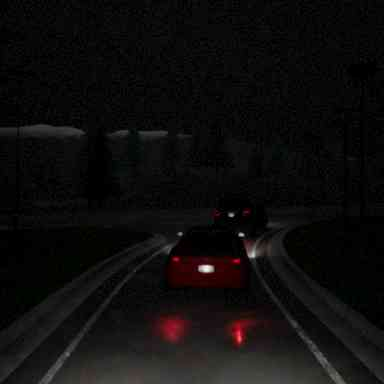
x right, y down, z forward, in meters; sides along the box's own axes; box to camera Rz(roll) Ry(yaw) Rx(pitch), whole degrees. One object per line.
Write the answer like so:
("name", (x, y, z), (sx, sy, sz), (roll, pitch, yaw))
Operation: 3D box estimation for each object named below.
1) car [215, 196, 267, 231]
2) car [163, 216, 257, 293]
("car", (2.926, 1.254, 19.321), (2.150, 2.045, 5.566), (0, 0, 21))
("car", (0.483, 1.578, 8.974), (1.994, 1.385, 4.181), (0, 0, 5))
